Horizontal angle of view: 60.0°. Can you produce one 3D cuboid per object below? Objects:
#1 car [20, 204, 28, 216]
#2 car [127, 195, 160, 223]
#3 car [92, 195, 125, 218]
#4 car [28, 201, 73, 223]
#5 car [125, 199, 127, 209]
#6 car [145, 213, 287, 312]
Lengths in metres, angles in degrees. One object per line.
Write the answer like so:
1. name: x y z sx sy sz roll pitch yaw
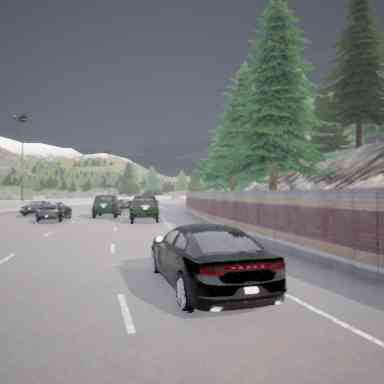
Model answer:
1. car: -15.038 1.598 32.799 2.033 1.411 5.357 0 0 -5
2. car: -3.761 1.277 26.469 2.150 2.045 5.566 0 0 -8
3. car: -7.778 1.280 30.690 2.150 2.045 5.566 0 0 -7
4. car: -10.750 1.534 26.175 2.128 1.511 4.902 0 0 -8
5. car: -8.493 1.632 42.225 2.033 1.411 5.357 0 0 -1
6. car: 0.280 1.497 7.925 1.882 1.535 5.008 0 0 -17
